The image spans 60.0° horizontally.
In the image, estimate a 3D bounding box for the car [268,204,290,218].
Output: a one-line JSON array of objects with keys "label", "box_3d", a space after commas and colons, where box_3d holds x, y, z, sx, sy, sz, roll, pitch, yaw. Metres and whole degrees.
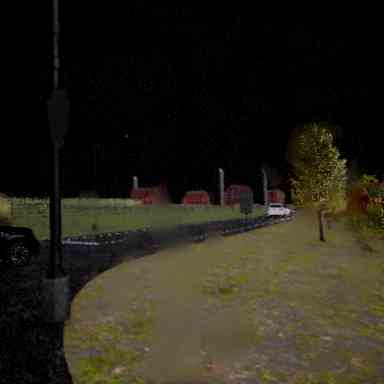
[{"label": "car", "box_3d": [12.551, 2.703, 47.842, 2.150, 2.045, 5.566, -2, -3, 27]}]

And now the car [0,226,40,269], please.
[{"label": "car", "box_3d": [-7.404, 1.471, 9.863, 2.150, 2.045, 5.566, -1, -3, 28]}]
